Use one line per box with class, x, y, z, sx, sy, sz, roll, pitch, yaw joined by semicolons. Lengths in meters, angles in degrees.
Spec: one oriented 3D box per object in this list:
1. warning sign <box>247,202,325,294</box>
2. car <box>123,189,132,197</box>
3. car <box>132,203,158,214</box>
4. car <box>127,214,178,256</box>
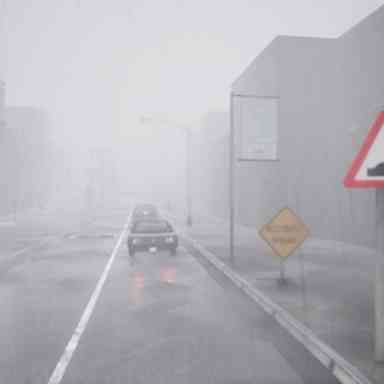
warning sign;2.090;1.207;7.567;1.300;1.860;1.060;2;1;-9
car;-13.751;0.236;70.739;1.837;1.490;4.892;0;3;-9
car;-4.103;1.754;29.071;2.097;1.767;4.553;0;0;-9
car;-1.759;1.836;14.297;1.895;1.301;4.718;0;-1;-9
